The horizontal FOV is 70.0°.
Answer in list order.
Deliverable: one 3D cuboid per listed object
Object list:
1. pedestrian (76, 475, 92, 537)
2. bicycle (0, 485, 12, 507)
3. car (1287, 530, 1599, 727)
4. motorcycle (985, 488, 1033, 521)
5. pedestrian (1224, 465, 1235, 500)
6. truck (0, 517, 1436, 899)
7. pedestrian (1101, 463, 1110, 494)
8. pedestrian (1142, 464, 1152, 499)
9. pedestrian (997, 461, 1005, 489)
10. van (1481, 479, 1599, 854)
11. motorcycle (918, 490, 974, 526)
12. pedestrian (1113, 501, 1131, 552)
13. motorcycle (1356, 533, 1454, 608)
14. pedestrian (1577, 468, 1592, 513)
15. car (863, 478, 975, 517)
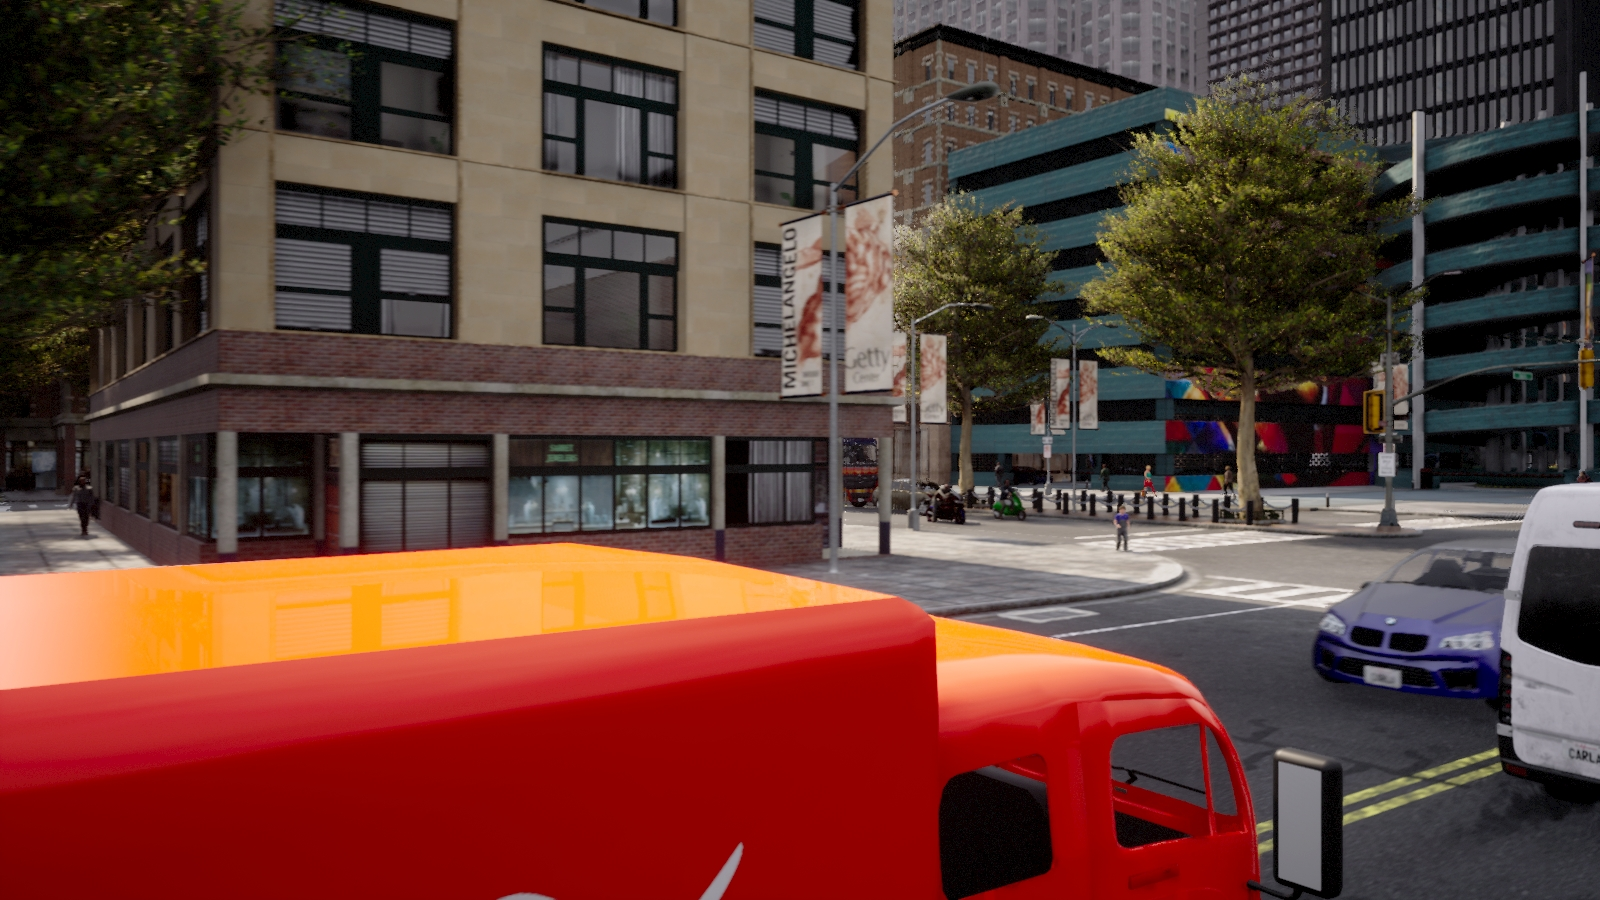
[{"bbox_3d":[-21.887,1.697,34.919,0.375,1.860,0.375,0,0,-36],"label":"pedestrian"},{"bbox_3d":[-39.844,2.257,56.306,1.487,1.080,0.859,0,-1,-20],"label":"bicycle"},{"bbox_3d":[8.265,1.965,13.846,4.611,1.667,2.242,0,0,-35],"label":"car"},{"bbox_3d":[8.370,2.181,45.745,0.856,1.236,1.805,0,0,-35],"label":"motorcycle"},{"bbox_3d":[22.448,1.696,59.716,0.375,1.860,0.375,0,0,-25],"label":"pedestrian"},{"bbox_3d":[-0.897,1.568,3.156,5.204,2.467,2.627,0,0,-35],"label":"truck"},{"bbox_3d":[18.326,1.695,68.464,0.375,1.860,0.375,0,0,-29],"label":"pedestrian"},{"bbox_3d":[18.665,1.696,61.460,0.375,1.860,0.375,0,0,-37],"label":"pedestrian"},{"bbox_3d":[13.409,1.695,76.362,0.375,1.860,0.375,0,0,-32],"label":"pedestrian"},{"bbox_3d":[8.116,1.534,9.481,5.915,2.561,1.988,0,0,-35],"label":"van"},{"bbox_3d":[5.568,2.205,43.670,0.867,1.251,2.209,0,0,-35],"label":"motorcycle"},{"bbox_3d":[8.345,1.977,29.598,0.375,1.300,0.375,0,0,2],"label":"pedestrian"},{"bbox_3d":[11.227,2.212,21.283,0.803,1.145,2.033,-2,0,3],"label":"motorcycle"},{"bbox_3d":[33.080,1.695,48.157,0.375,1.860,0.375,0,0,-17],"label":"pedestrian"},{"bbox_3d":[5.162,2.061,50.296,2.231,1.480,4.892,0,0,-35],"label":"car"}]
